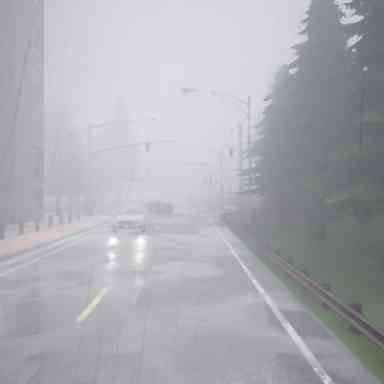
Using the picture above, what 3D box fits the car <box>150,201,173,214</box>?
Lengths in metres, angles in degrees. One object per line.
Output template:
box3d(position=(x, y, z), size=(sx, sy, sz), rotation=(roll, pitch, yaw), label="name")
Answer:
box3d(position=(-4.012, 1.618, 35.592), size=(4.181, 1.385, 1.994), rotation=(0, 0, 37), label="car")

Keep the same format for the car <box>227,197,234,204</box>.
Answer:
box3d(position=(8.855, 1.267, 59.226), size=(4.605, 1.855, 1.932), rotation=(0, 0, -1), label="car")

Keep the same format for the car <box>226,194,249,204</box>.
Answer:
box3d(position=(8.441, 1.274, 61.736), size=(3.866, 1.878, 1.905), rotation=(0, 0, -1), label="car")

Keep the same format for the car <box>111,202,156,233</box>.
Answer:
box3d(position=(-3.500, 1.569, 20.048), size=(1.812, 1.442, 4.674), rotation=(0, 0, 0), label="car")
